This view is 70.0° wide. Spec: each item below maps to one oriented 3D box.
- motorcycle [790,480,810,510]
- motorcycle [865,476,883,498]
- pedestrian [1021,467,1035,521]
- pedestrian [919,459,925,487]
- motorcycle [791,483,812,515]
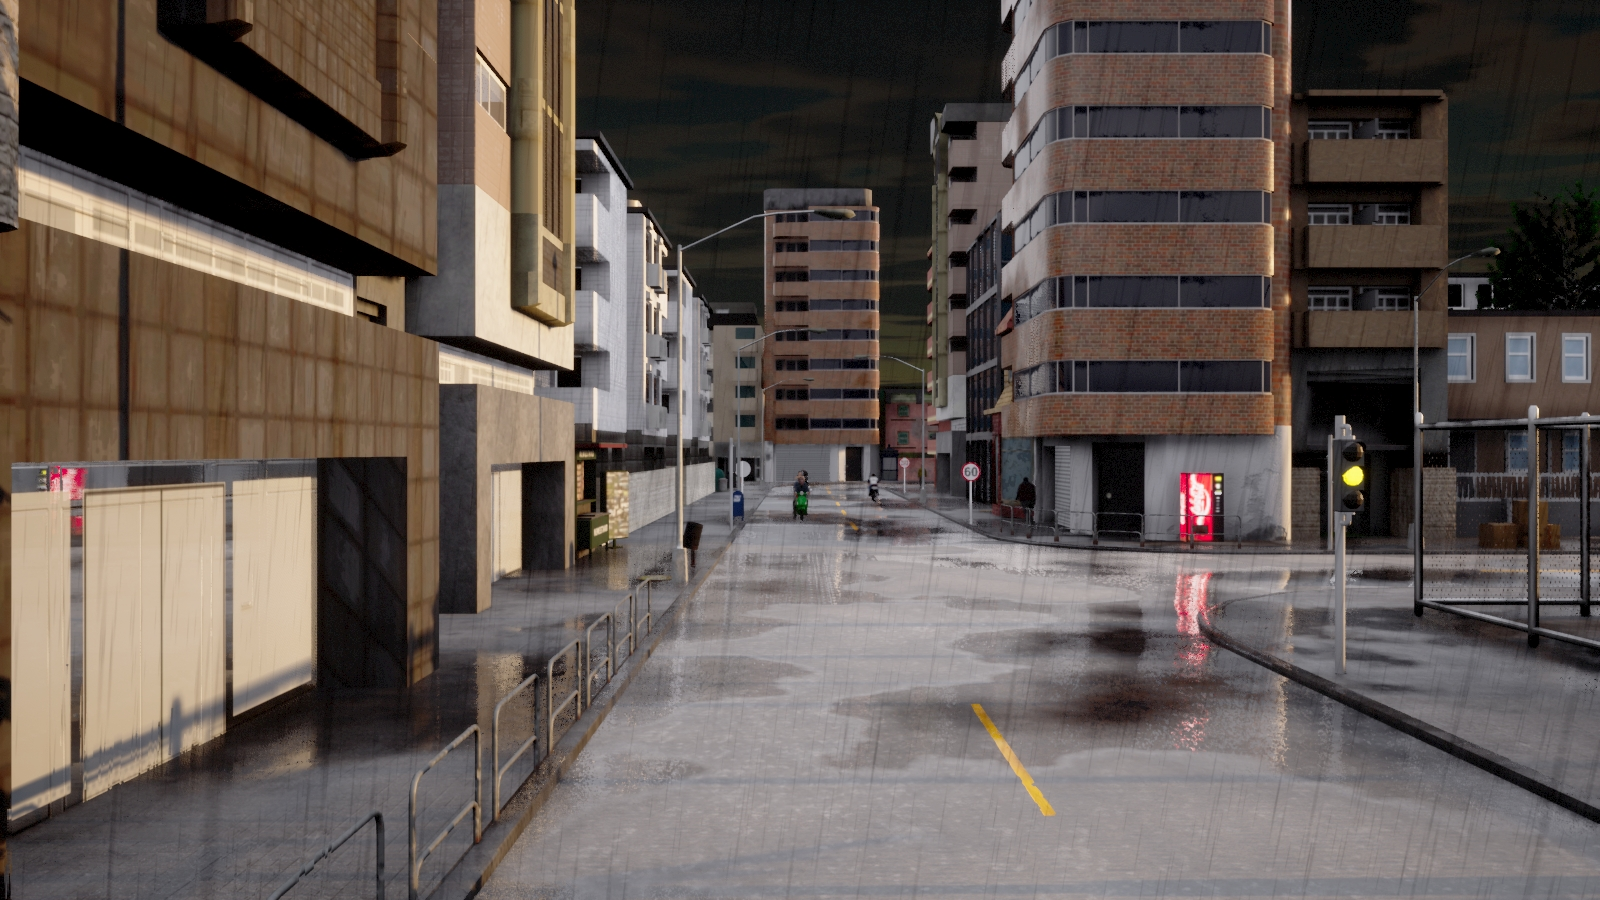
[{"bbox_3d":[0.019,1.970,50.389,0.856,1.236,1.805,0,0,0],"label":"motorcycle"},{"bbox_3d":[4.033,2.003,62.367,0.803,1.145,2.033,0,0,0],"label":"motorcycle"},{"bbox_3d":[7.882,1.523,39.533,0.375,1.860,0.375,0,0,-6],"label":"pedestrian"},{"bbox_3d":[8.149,1.536,76.436,0.375,1.860,0.375,0,0,5],"label":"pedestrian"},{"bbox_3d":[0.063,1.970,46.521,0.856,1.236,1.805,0,0,0],"label":"motorcycle"}]
